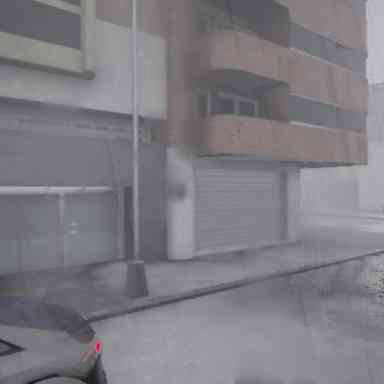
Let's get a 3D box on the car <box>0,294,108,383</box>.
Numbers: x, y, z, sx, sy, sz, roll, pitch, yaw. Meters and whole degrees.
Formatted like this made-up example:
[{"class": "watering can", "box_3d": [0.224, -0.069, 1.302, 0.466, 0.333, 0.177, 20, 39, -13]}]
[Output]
[{"class": "car", "box_3d": [-2.803, 1.571, 2.485, 4.181, 1.385, 1.994, -1, 0, -35]}]
